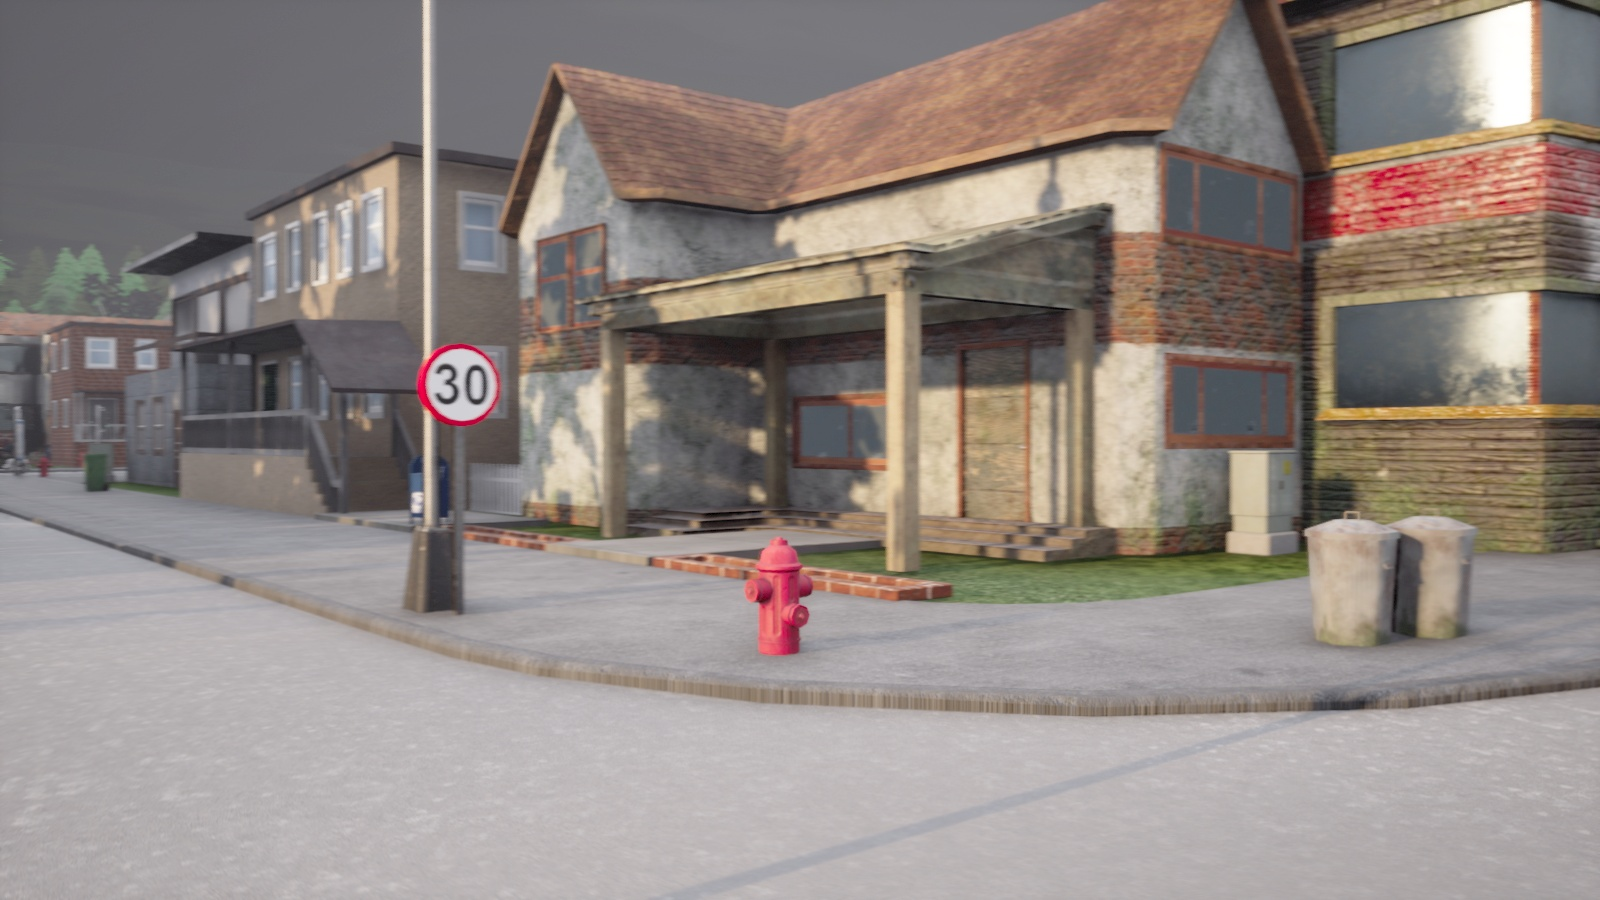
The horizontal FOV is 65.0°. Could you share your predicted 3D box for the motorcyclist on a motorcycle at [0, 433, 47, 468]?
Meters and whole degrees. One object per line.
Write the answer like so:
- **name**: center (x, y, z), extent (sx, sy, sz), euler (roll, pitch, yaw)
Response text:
- **motorcyclist on a motorcycle**: center (-35.318, 0.011, 56.992), extent (1.817, 1.590, 0.866), euler (0, 1, -39)
